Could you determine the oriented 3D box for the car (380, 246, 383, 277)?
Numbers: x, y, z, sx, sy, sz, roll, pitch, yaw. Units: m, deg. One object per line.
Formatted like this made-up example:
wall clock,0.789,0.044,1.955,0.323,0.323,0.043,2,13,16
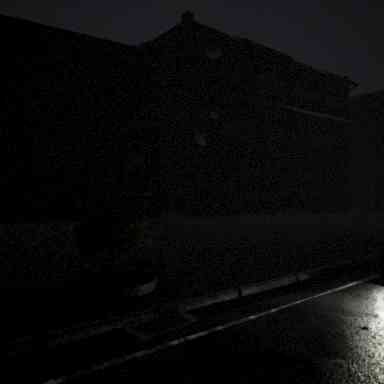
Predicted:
car,6.888,1.414,8.866,4.553,1.767,2.097,1,-1,-39
